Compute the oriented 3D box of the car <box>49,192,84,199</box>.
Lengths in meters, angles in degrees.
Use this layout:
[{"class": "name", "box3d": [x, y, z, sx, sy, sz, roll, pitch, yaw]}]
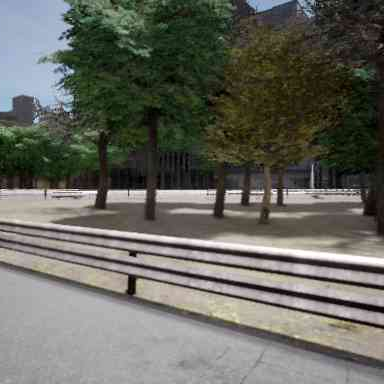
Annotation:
[{"class": "car", "box3d": [-17.705, 0.269, 46.937, 4.674, 1.442, 1.812, 0, 1, -4]}]
